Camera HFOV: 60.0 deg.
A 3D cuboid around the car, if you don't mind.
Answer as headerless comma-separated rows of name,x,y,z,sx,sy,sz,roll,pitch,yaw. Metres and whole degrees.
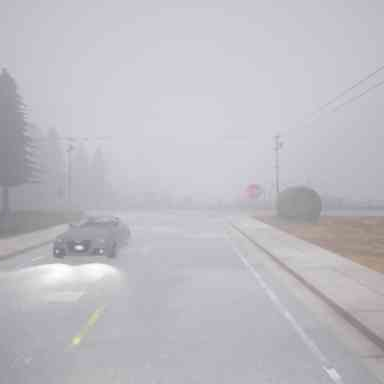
car,-3.590,1.585,12.575,1.994,1.385,4.181,0,0,0
